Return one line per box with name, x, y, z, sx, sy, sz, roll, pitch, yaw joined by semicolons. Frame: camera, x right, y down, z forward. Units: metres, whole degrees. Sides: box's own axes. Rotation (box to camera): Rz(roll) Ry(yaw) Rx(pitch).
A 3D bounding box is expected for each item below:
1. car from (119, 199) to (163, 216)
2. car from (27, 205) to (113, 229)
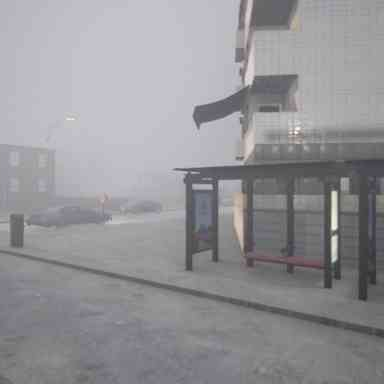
car;-4.930;1.476;32.497;2.128;1.511;4.902;0;0;36
car;-7.730;1.535;21.521;2.033;1.411;5.357;0;0;36
